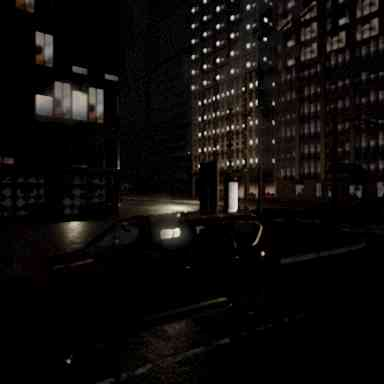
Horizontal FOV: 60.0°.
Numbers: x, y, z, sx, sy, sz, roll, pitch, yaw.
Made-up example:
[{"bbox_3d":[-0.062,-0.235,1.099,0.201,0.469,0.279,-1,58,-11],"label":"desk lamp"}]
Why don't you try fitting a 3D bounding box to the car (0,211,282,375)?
[{"bbox_3d":[-0.571,1.312,5.778,5.009,1.841,2.192,0,0,-36],"label":"car"}]
